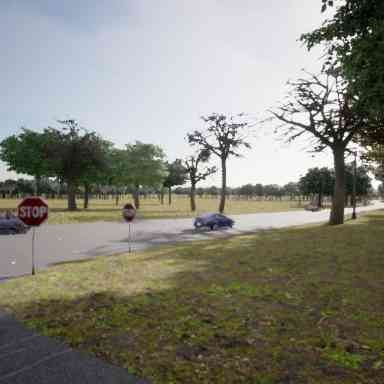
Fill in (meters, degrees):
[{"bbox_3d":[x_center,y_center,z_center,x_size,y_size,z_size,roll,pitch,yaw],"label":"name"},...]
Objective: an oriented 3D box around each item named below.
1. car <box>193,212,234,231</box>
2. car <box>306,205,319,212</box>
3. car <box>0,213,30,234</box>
[{"bbox_3d":[1.918,2.475,28.645,1.812,1.442,4.674,1,-1,36],"label":"car"},{"bbox_3d":[27.575,3.812,76.241,1.882,1.535,5.008,1,-1,36],"label":"car"},{"bbox_3d":[-12.398,1.963,20.743,1.994,1.385,4.181,1,-1,36],"label":"car"}]
